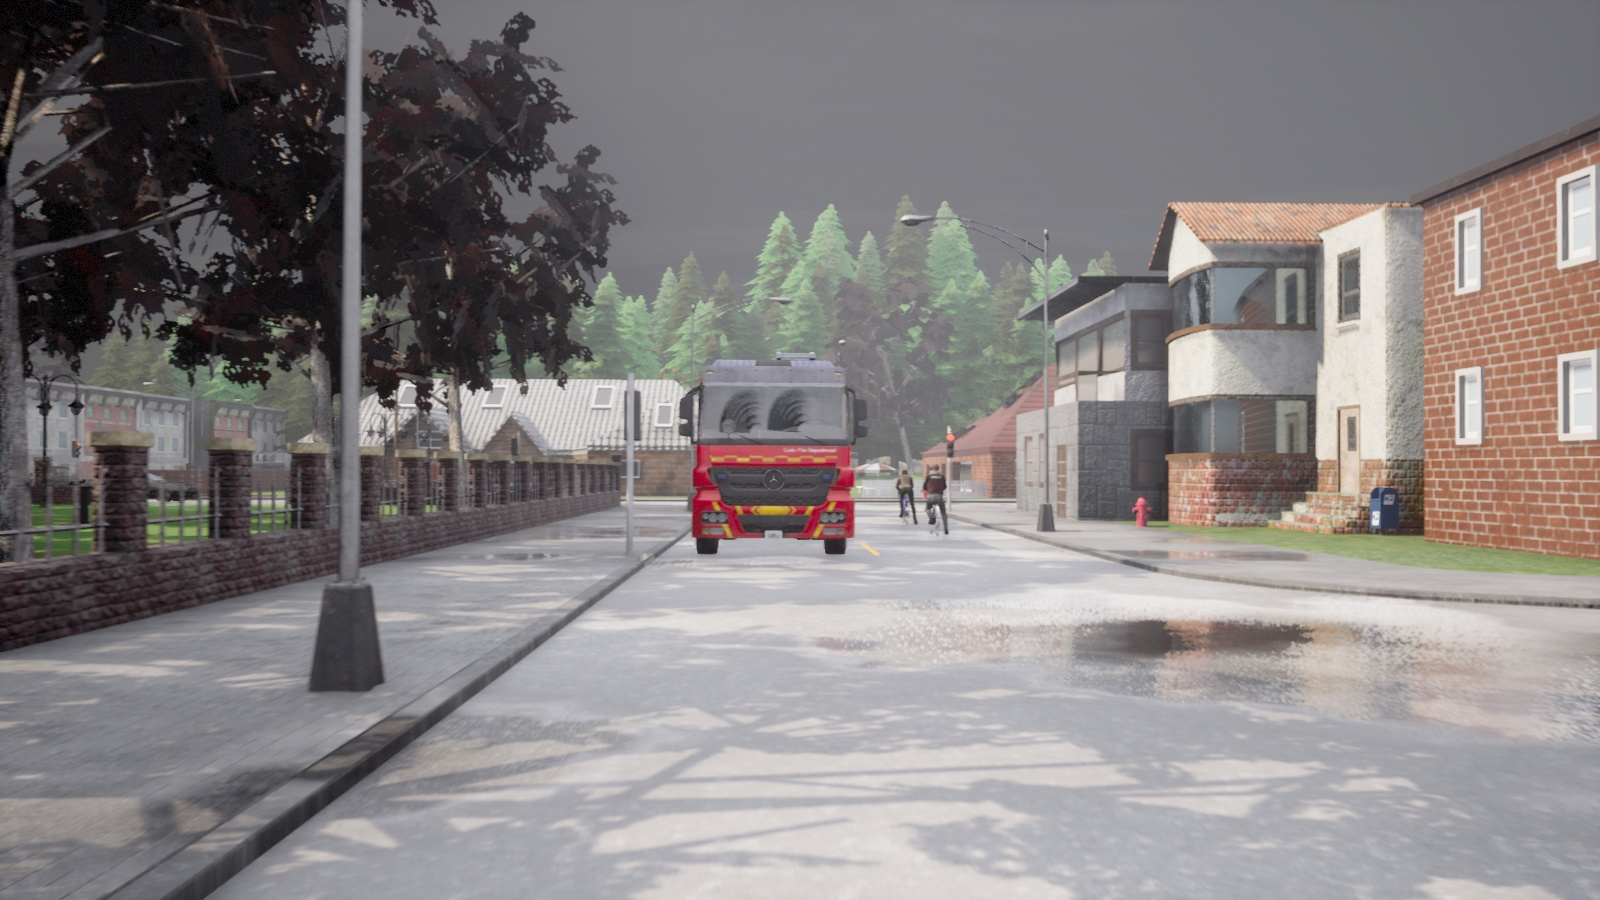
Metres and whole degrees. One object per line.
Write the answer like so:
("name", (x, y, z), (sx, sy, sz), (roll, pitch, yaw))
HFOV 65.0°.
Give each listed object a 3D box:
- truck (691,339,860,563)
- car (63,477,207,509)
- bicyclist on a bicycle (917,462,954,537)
("truck", (-0.596, 0.083, 25.717), (2.891, 3.827, 8.468), (0, -1, -2))
("car", (-29.824, 1.920, 56.443), (5.357, 1.411, 2.033), (0, -1, -3))
("bicyclist on a bicycle", (3.311, 1.187, 30.731), (0.659, 1.776, 1.843), (0, -1, -1))
